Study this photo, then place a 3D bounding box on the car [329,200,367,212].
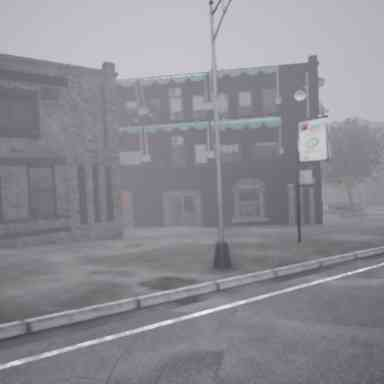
[{"bbox_3d":[20.189,1.798,43.261,2.128,1.511,4.902,-4,-1,-25],"label":"car"}]
